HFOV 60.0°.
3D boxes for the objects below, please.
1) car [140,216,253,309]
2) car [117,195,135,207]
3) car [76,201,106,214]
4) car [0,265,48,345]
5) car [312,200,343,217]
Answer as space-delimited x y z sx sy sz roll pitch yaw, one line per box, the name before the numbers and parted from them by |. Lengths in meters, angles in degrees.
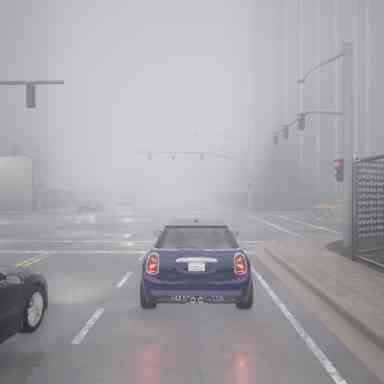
car | 0.096 1.352 8.028 2.097 1.767 4.553 0 0 0
car | -10.476 1.351 52.764 2.097 1.767 4.553 0 0 0
car | -10.525 1.589 34.860 1.895 1.301 4.718 0 -1 0
car | -3.431 1.505 3.903 1.837 1.490 4.892 0 0 0
car | 13.330 1.422 29.747 5.008 1.535 1.882 0 0 0
